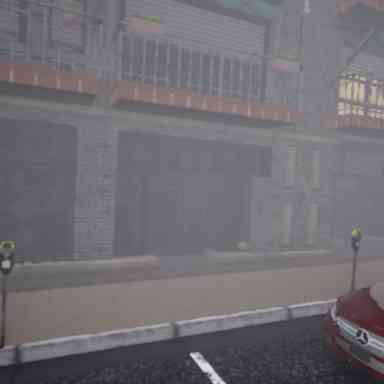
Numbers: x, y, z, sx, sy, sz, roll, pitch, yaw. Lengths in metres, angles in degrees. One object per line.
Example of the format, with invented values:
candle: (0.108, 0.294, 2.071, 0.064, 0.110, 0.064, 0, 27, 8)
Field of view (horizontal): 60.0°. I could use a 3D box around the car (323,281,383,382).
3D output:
car: (3.755, 1.546, 4.433, 4.206, 1.307, 1.802, 1, 3, -23)
